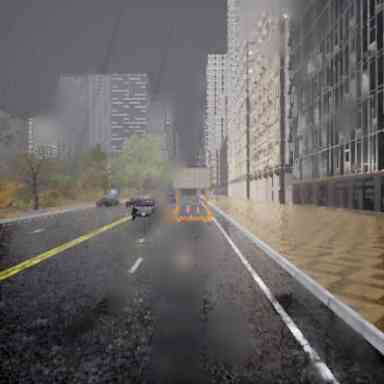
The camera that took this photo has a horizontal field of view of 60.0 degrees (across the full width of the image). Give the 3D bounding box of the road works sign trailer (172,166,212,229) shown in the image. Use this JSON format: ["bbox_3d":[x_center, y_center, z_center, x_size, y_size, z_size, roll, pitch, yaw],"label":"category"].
[{"bbox_3d":[0.001,0.243,19.872,2.380,3.560,2.880,0,1,0],"label":"road works sign trailer"}]

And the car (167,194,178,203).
[{"bbox_3d":[-3.161,1.043,51.927,1.812,1.442,4.674,0,0,0],"label":"car"}]

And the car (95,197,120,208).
[{"bbox_3d":[-9.842,1.213,39.125,1.895,1.301,4.718,0,0,0],"label":"car"}]

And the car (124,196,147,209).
[{"bbox_3d":[-6.592,1.213,39.125,1.895,1.301,4.718,0,0,0],"label":"car"}]

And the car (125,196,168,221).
[{"bbox_3d":[-3.155,1.229,24.177,2.128,1.511,4.902,0,1,0],"label":"car"}]
